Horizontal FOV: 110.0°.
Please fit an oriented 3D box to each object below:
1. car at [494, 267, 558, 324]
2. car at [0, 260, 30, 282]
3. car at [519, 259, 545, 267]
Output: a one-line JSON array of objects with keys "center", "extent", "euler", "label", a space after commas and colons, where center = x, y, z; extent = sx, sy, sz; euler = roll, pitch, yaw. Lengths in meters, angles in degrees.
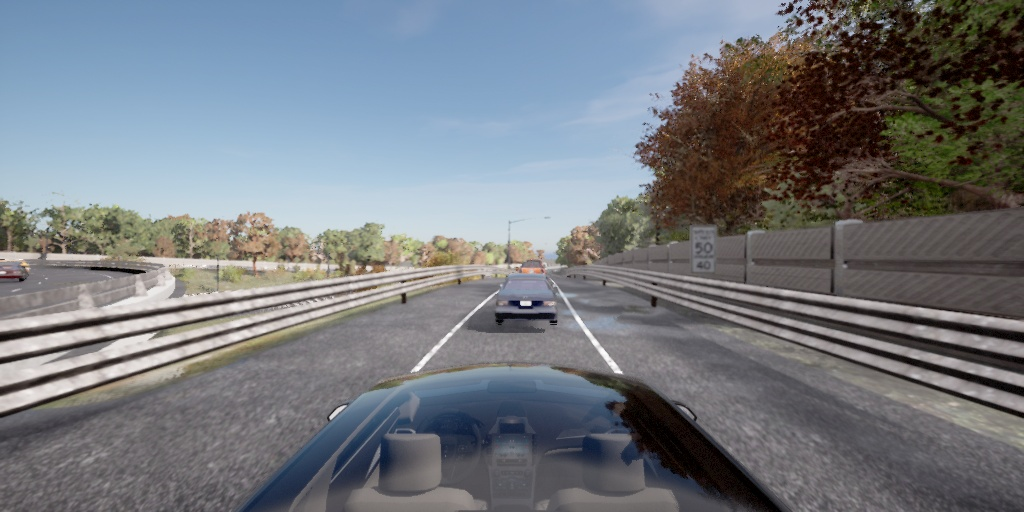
[{"center": [0.501, 1.270, 11.803], "extent": [2.033, 1.411, 5.357], "euler": [0, 0, 3], "label": "car"}, {"center": [-37.714, 1.208, 26.735], "extent": [5.357, 1.411, 2.033], "euler": [0, 0, 39], "label": "car"}, {"center": [1.520, 1.201, 27.830], "extent": [2.097, 1.767, 4.553], "euler": [0, -1, 4], "label": "car"}]
